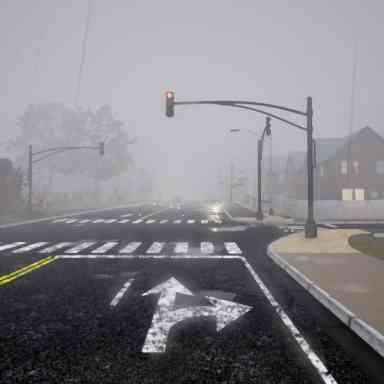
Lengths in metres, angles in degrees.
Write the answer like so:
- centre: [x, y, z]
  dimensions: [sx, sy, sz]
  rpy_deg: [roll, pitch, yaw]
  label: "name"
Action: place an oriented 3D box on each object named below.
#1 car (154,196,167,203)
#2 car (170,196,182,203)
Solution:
- centre: [-6.389, 1.497, 68.114]
  dimensions: [1.882, 1.535, 5.008]
  rpy_deg: [0, 0, 5]
  label: "car"
- centre: [-3.155, 1.535, 67.799]
  dimensions: [1.812, 1.442, 4.674]
  rpy_deg: [0, 0, 5]
  label: "car"
